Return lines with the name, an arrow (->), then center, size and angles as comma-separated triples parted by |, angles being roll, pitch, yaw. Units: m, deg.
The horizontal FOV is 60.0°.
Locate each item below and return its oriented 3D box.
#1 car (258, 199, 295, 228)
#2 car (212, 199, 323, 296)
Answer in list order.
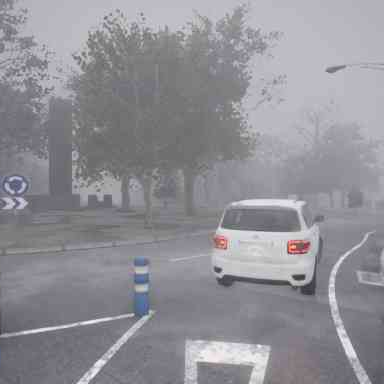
car -> 5.755, 1.343, 22.223 | 1.882, 1.535, 5.008 | 1, 1, 20
car -> 2.242, 1.187, 8.954 | 2.150, 2.045, 5.566 | 0, 0, 22
